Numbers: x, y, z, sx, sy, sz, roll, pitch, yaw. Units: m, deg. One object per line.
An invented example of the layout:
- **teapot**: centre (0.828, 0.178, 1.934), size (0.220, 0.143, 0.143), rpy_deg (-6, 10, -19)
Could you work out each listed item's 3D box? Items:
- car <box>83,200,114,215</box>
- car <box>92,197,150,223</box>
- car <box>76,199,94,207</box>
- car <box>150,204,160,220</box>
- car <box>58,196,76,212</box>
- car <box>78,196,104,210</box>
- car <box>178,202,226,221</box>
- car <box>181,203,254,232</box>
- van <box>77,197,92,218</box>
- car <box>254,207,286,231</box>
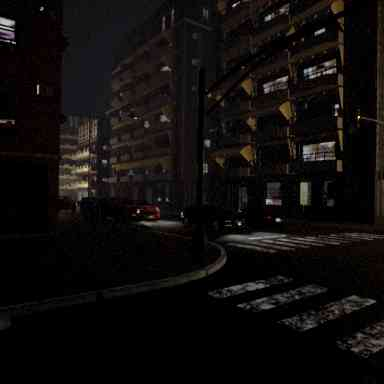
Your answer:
- **car**: centre (-10.250, 1.650, 36.360), size (1.994, 1.385, 4.181), rpy_deg (1, -1, -35)
- **car**: centre (-5.543, 1.310, 25.439), size (2.192, 1.841, 5.009), rpy_deg (1, -1, -35)
- **car**: centre (-18.449, 1.867, 57.293), size (1.802, 1.307, 4.206), rpy_deg (1, -1, -35)
- **car**: centre (-4.541, 1.404, 28.296), size (2.097, 1.767, 4.553), rpy_deg (1, -1, -35)
- **car**: centre (-15.210, 1.368, 39.091), size (2.192, 1.841, 5.009), rpy_deg (1, -1, -35)
- **car**: centre (-14.405, 1.544, 47.329), size (2.097, 1.767, 4.553), rpy_deg (1, -1, -35)
- **car**: centre (0.784, 1.686, 30.130), size (1.752, 1.417, 4.829), rpy_deg (1, -1, -35)
- **car**: centre (1.190, 1.527, 20.251), size (1.837, 1.490, 4.892), rpy_deg (1, -1, -36)
- **van**: centre (-8.766, 1.354, 29.989), size (1.690, 1.788, 3.998), rpy_deg (1, -1, -35)
- **car**: centre (3.949, 1.645, 21.398), size (1.994, 1.385, 4.181), rpy_deg (1, -1, -35)
